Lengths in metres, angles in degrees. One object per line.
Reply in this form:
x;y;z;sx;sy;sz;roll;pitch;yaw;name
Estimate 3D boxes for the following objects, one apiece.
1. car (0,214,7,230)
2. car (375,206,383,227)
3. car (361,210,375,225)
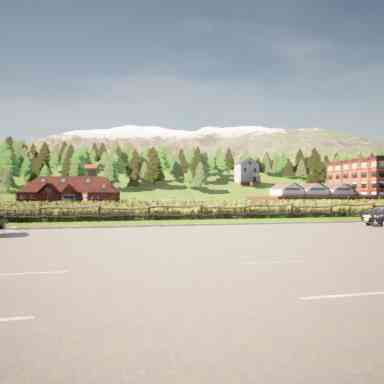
-12.052;1.507;16.680;4.892;1.490;1.837;0;0;-12;car
12.861;1.525;18.187;4.674;1.442;1.812;0;0;-12;car
13.626;1.490;21.928;4.902;1.511;2.128;0;0;-12;car
